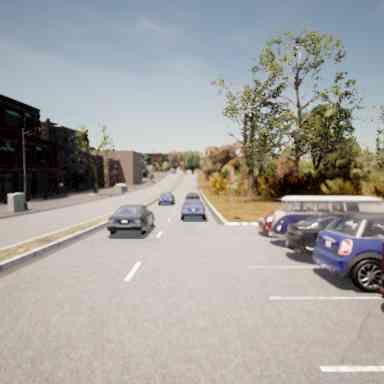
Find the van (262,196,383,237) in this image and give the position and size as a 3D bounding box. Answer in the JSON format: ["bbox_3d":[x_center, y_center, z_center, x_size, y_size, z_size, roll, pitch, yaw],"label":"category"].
[{"bbox_3d":[5.419,1.155,13.653,4.442,1.987,1.878,0,1,0],"label":"van"}]

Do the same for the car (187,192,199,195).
[{"bbox_3d":[0.091,0.772,41.780,1.837,1.490,4.892,0,2,0],"label":"car"}]

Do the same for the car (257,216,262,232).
[{"bbox_3d":[5.565,1.220,16.406,4.553,1.767,2.185,0,1,0],"label":"car"}]

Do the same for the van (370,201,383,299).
[{"bbox_3d":[5.654,1.226,5.384,4.442,1.987,1.878,0,0,0],"label":"van"}]

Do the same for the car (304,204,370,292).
[{"bbox_3d":[5.506,1.307,8.269,4.553,1.767,2.185,0,1,0],"label":"car"}]

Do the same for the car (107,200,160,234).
[{"bbox_3d":[-3.159,1.389,17.968,2.033,1.411,5.357,0,1,0],"label":"car"}]

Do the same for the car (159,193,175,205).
[{"bbox_3d":[-3.159,0.802,42.082,2.033,1.411,5.357,0,2,0],"label":"car"}]

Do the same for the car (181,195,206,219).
[{"bbox_3d":[0.096,1.252,25.635,2.033,1.411,5.357,0,1,0],"label":"car"}]

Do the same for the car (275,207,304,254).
[{"bbox_3d":[5.530,1.410,10.897,4.892,1.521,2.231,0,1,0],"label":"car"}]
